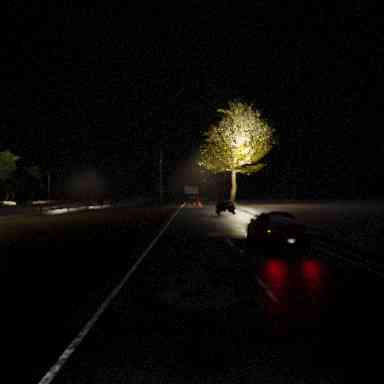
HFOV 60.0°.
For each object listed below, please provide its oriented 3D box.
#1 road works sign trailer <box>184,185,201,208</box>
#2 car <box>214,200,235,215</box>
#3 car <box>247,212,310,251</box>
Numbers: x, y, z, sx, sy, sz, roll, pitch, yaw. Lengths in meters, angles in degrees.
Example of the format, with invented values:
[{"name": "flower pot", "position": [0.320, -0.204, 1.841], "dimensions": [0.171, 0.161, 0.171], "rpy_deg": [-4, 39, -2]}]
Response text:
[{"name": "road works sign trailer", "position": [-0.013, 0.689, 51.239], "dimensions": [2.380, 3.560, 2.880], "rpy_deg": [0, 0, 0]}, {"name": "car", "position": [3.591, 1.657, 36.666], "dimensions": [1.837, 1.490, 4.892], "rpy_deg": [0, 0, 0]}, {"name": "car", "position": [3.598, 1.585, 14.347], "dimensions": [1.812, 1.442, 4.674], "rpy_deg": [0, 0, 0]}]
